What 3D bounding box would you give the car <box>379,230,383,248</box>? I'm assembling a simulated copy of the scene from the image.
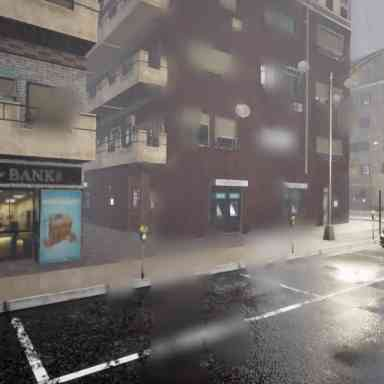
[{"bbox_3d":[9.106,1.554,13.147,4.403,1.369,2.008,0,1,-35],"label":"car"}]
